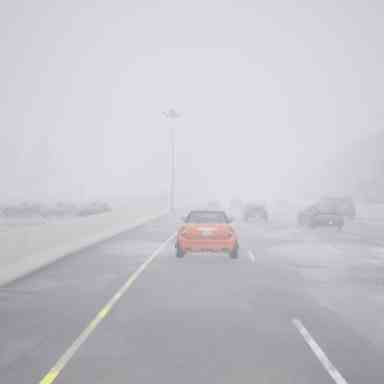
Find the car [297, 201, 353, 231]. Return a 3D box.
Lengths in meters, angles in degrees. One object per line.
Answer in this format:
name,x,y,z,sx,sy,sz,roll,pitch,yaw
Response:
car,8.233,1.589,21.673,2.128,1.511,4.902,0,0,4

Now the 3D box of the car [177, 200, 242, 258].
car,0.629,1.390,13.192,2.097,1.767,4.553,0,0,4

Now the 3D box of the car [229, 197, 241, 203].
car,7.270,1.532,54.791,2.097,1.767,4.553,0,0,4

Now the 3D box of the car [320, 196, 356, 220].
car,12.312,1.359,29.058,2.150,2.045,5.566,0,0,4

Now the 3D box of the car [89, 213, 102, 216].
car,-8.832,1.604,30.510,1.994,1.385,4.181,0,0,4

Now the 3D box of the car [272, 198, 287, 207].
car,14.241,1.704,54.142,2.128,1.511,4.902,0,0,4

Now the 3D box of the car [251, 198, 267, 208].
car,10.651,1.756,53.127,1.994,1.385,4.181,0,0,4

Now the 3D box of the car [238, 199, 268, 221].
car,5.218,1.606,28.114,1.837,1.490,4.892,0,0,4
